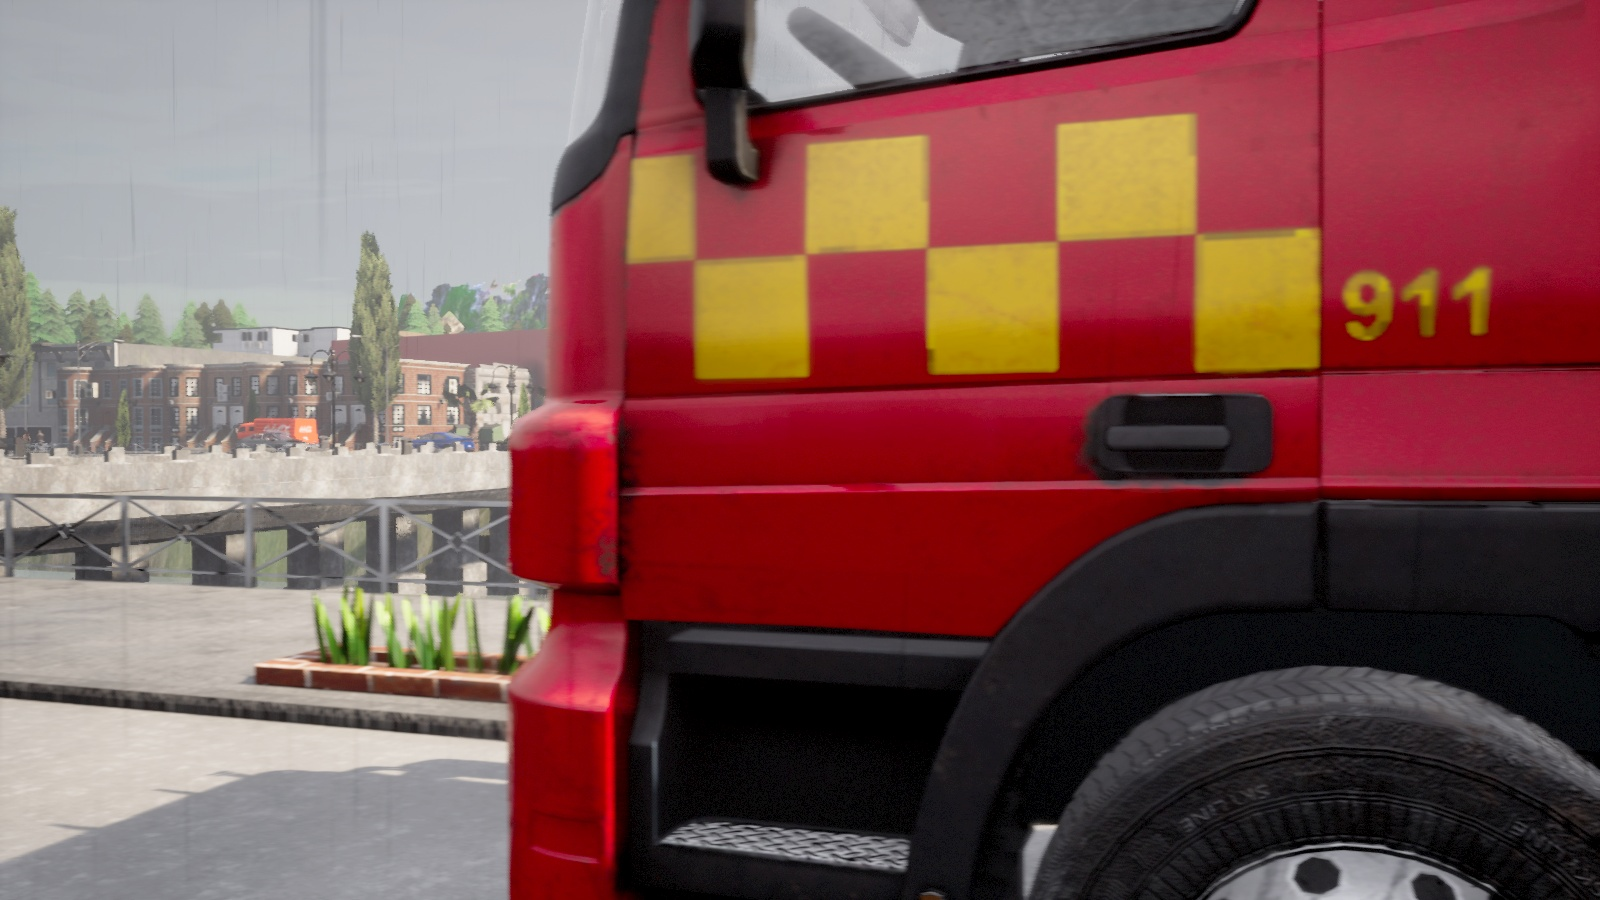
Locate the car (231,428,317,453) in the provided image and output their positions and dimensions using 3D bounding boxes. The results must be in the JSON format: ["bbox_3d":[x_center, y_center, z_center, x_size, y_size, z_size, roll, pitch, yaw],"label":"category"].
[{"bbox_3d":[-33.542,-0.626,80.072,4.902,1.511,2.128,1,1,19],"label":"car"}]

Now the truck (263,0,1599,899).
[{"bbox_3d":[3.379,-0.367,2.568,8.468,3.827,2.891,1,1,19],"label":"truck"}]

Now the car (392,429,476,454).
[{"bbox_3d":[-23.582,-0.581,80.945,5.008,1.535,1.882,1,1,19],"label":"car"}]

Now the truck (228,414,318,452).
[{"bbox_3d":[-35.669,-1.155,85.001,5.204,2.467,2.627,1,1,19],"label":"truck"}]
